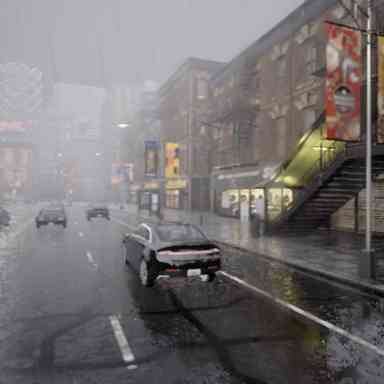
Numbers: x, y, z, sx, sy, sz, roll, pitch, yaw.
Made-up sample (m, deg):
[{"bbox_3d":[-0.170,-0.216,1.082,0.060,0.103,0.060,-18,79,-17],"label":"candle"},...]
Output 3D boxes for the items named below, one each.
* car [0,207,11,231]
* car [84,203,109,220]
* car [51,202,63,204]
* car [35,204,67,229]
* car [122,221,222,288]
[{"bbox_3d":[-13.002,1.646,21.488,2.033,1.411,5.357,1,-1,-21],"label":"car"},{"bbox_3d":[-8.694,1.750,30.422,1.837,1.490,4.892,1,0,-21],"label":"car"},{"bbox_3d":[-15.395,1.819,37.912,1.994,1.385,4.181,1,-1,-22],"label":"car"},{"bbox_3d":[-9.733,1.755,23.290,1.895,1.301,4.718,1,-1,-20],"label":"car"},{"bbox_3d":[-0.816,1.591,9.685,2.128,1.511,4.902,1,-1,-21],"label":"car"}]
